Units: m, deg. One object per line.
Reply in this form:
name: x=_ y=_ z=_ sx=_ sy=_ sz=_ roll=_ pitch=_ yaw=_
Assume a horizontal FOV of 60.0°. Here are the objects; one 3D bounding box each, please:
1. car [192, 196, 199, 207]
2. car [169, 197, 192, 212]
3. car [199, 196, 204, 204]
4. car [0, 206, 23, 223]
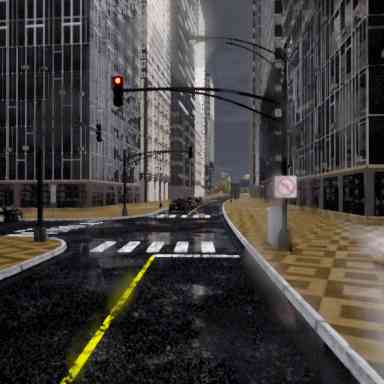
car: x=-0.513 y=1.456 z=49.340 sx=1.837 sy=1.490 sz=4.892 roll=0 pitch=0 yaw=6
car: x=-1.486 y=1.447 z=38.637 sx=1.882 sy=1.535 sz=5.008 roll=0 pitch=0 yaw=5
car: x=1.063 y=1.486 z=62.829 sx=1.994 sy=1.385 sz=4.181 roll=0 pitch=0 yaw=8
car: x=-16.520 y=1.851 z=28.032 sx=4.403 sy=1.369 sz=2.008 roll=-1 pitch=1 yaw=10
